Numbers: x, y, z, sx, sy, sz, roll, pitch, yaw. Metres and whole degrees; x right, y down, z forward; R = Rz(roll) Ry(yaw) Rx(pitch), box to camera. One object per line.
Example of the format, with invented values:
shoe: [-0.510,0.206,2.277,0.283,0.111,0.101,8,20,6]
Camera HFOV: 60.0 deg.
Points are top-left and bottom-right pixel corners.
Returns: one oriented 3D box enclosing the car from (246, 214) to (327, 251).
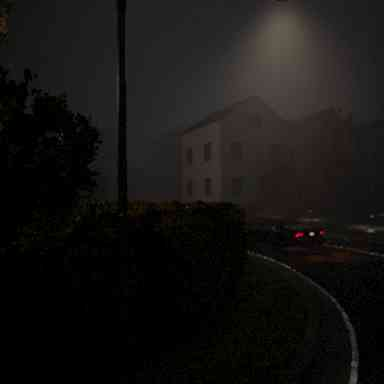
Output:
car: [3.425,1.736,15.180,2.033,1.411,5.357,0,-1,-30]
